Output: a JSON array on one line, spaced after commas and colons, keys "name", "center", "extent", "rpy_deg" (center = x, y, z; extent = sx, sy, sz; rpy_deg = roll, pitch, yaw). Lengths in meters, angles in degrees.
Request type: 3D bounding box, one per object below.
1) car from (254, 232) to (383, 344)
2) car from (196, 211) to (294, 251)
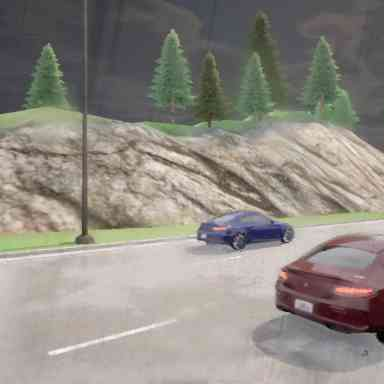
[{"name": "car", "center": [3.526, 1.526, 6.266], "extent": [4.674, 1.442, 1.812], "rpy_deg": [0, 0, -36]}, {"name": "car", "center": [2.316, 1.526, 14.004], "extent": [4.674, 1.442, 1.812], "rpy_deg": [0, 0, -36]}]
